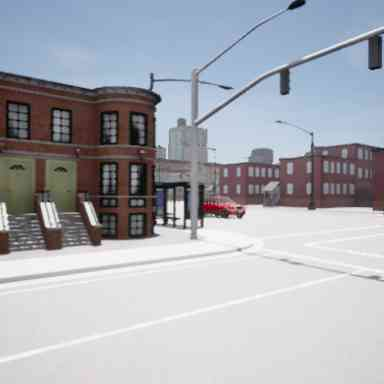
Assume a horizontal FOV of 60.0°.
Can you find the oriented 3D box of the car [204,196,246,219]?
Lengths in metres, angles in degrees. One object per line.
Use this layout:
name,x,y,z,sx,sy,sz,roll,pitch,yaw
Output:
car,2.698,1.408,31.798,2.150,2.045,5.566,1,0,-35
